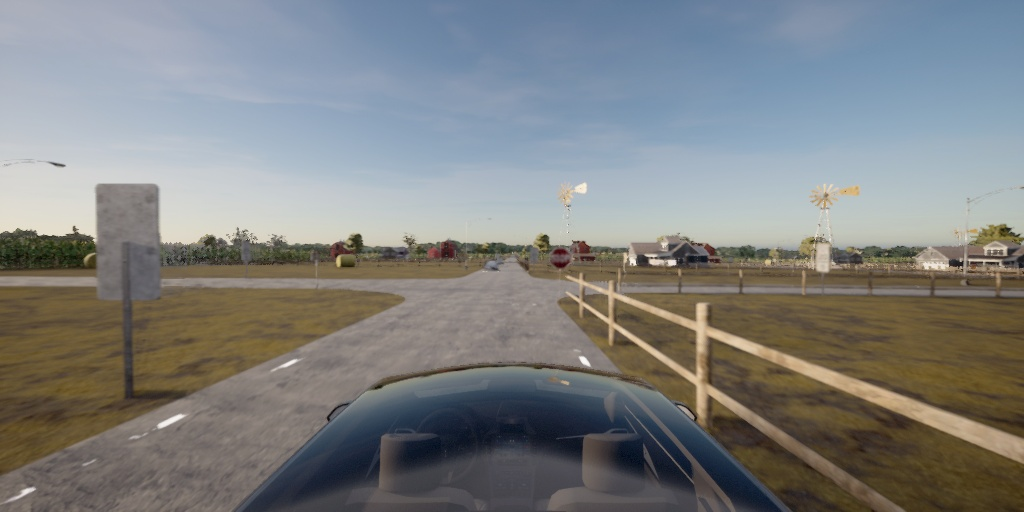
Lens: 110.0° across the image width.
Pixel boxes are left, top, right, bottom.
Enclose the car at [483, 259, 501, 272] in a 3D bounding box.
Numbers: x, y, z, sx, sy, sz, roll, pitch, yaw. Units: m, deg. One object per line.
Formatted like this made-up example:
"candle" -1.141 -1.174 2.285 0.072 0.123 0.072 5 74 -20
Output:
"car" -2.753 1.390 48.510 1.812 1.442 4.674 0 1 0
